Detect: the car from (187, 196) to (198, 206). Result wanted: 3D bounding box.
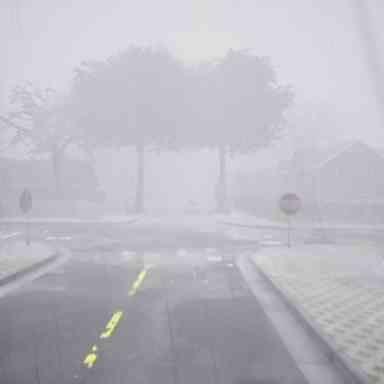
[{"bbox_3d":[0.090,1.891,62.075,1.994,1.385,4.181,0,0,0],"label":"car"}]

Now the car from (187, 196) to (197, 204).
[{"bbox_3d":[0.104,1.677,72.095,2.097,1.767,4.553,0,0,0],"label":"car"}]
